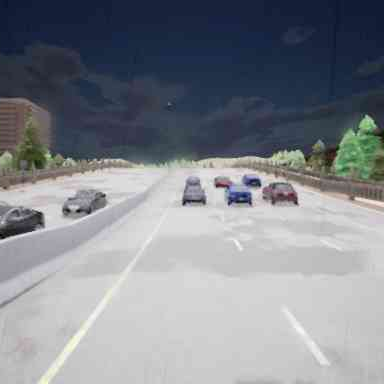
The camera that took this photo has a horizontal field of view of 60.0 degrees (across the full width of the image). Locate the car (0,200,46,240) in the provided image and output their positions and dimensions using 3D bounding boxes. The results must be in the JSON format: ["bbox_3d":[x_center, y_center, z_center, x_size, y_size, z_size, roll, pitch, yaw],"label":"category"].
[{"bbox_3d":[-7.078,1.269,12.081,2.128,1.511,4.902,0,3,0],"label":"car"}]

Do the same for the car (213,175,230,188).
[{"bbox_3d":[3.677,-1.344,40.218,1.994,1.385,4.181,0,7,1],"label":"car"}]

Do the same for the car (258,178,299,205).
[{"bbox_3d":[7.178,-0.061,27.477,2.097,1.767,4.553,0,6,0],"label":"car"}]

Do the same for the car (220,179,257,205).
[{"bbox_3d":[3.676,0.107,27.124,1.882,1.535,5.008,0,6,0],"label":"car"}]

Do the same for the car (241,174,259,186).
[{"bbox_3d":[7.186,-1.509,40.848,1.882,1.535,5.008,0,7,1],"label":"car"}]

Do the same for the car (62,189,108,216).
[{"bbox_3d":[-6.997,0.611,22.150,2.128,1.511,4.902,0,5,1],"label":"car"}]

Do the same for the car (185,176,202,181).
[{"bbox_3d":[0.149,-1.115,38.171,2.033,1.411,5.357,0,7,1],"label":"car"}]

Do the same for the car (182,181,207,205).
[{"bbox_3d":[0.178,0.158,27.477,1.994,1.385,4.181,0,6,0],"label":"car"}]
